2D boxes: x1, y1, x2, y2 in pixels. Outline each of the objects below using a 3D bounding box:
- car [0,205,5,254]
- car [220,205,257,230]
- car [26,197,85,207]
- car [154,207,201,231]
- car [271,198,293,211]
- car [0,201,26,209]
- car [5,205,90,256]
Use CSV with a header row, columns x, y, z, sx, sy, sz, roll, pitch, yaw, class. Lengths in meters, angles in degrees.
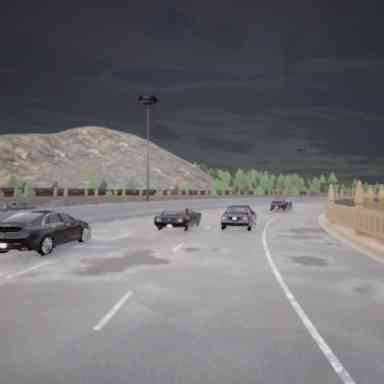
x,y,z,sx,sy,sz,roll,pitch,yaw,class
-3.313,1.205,1.062,2.150,2.045,5.566,0,0,1,car
3.066,1.547,21.270,2.033,1.411,5.357,0,0,15,car
-10.240,1.285,26.052,2.097,1.767,4.553,0,0,16,car
-0.716,1.583,20.490,1.895,1.301,4.718,0,0,13,car
11.057,1.527,40.936,1.837,1.490,4.892,0,0,29,car
-14.072,1.410,25.231,2.128,1.511,4.902,0,0,15,car
-5.716,1.469,13.078,1.837,1.490,4.892,0,0,8,car
